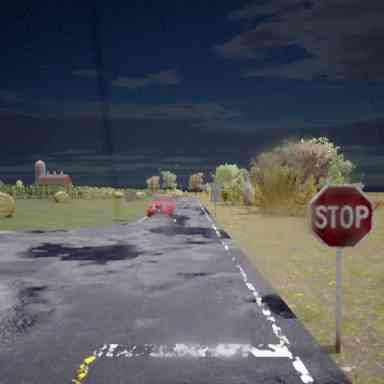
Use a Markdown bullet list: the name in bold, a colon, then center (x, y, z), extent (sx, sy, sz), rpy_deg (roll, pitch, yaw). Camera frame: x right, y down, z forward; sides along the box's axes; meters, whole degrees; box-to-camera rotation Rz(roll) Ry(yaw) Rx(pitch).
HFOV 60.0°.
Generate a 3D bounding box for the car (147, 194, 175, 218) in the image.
- **car**: center (-2.695, 1.238, 30.212), extent (2.150, 2.045, 5.566), rpy_deg (0, 0, 0)
